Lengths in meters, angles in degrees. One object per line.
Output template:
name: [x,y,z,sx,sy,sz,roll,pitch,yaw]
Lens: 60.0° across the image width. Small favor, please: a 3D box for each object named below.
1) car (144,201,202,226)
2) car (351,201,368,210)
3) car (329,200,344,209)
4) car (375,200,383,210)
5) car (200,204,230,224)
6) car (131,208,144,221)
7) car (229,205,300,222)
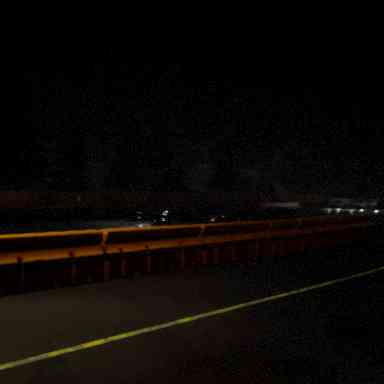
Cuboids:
car: [-0.897,1.514,25.249,4.553,1.767,2.097,1,0,-39]
car: [28.337,2.178,56.294,1.812,1.442,4.674,0,0,36]
car: [25.331,2.163,58.114,1.812,1.442,4.674,0,0,36]
car: [31.550,2.026,54.814,2.097,1.767,4.553,0,-1,35]
car: [3.289,1.687,24.127,4.902,1.511,2.128,1,-1,-40]
car: [-2.772,1.643,28.209,5.008,1.535,1.882,1,0,-39]
car: [4.856,1.693,20.884,4.892,1.490,1.837,1,0,-40]
